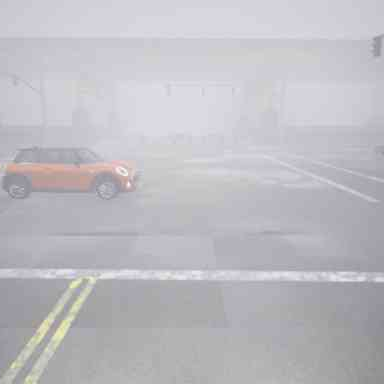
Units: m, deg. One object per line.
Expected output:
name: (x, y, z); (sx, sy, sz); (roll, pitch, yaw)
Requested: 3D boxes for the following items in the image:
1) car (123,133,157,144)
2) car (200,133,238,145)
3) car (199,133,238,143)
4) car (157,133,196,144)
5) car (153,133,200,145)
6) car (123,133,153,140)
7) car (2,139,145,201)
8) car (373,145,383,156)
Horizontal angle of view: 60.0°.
car: (-6.597, -6.802, 41.932); (4.536, 1.218, 1.853); (11, 16, 44)
car: (3.429, -6.771, 42.518); (4.974, 1.542, 2.038); (6, 13, 29)
car: (3.384, -6.931, 42.513); (4.536, 1.218, 1.853); (6, 13, 29)
car: (-1.910, -6.792, 41.847); (4.536, 1.218, 1.853); (-8, 14, -35)
car: (-1.952, -6.631, 41.848); (4.974, 1.542, 2.038); (-8, 14, -35)
car: (-6.559, -6.641, 41.927); (4.974, 1.542, 2.038); (11, 16, 44)
car: (-4.139, -0.840, 11.833); (4.553, 1.767, 2.097); (0, 11, 3)
car: (16.909, -3.362, 25.965); (4.718, 1.301, 1.895); (0, 11, 1)
